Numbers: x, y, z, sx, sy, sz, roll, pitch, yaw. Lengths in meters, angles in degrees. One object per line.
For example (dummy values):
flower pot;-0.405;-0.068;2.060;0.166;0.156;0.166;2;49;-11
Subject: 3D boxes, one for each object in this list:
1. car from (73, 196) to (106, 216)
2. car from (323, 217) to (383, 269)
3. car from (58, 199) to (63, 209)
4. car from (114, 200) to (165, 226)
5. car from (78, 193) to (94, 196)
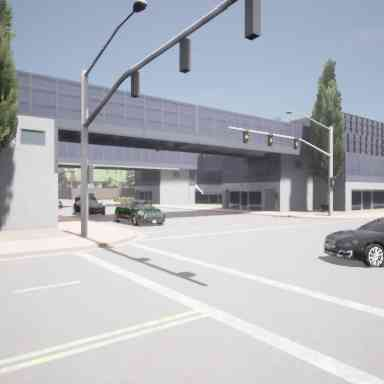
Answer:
car;-9.936;1.477;32.020;1.882;1.535;5.008;0;0;-36
car;6.768;1.505;10.731;4.892;1.490;1.837;0;-2;-4
car;-18.378;1.491;43.639;2.128;1.511;4.902;0;0;-36
car;-3.771;1.352;23.552;2.097;1.767;4.553;0;0;-36
car;-17.761;1.221;54.998;2.150;2.045;5.566;0;0;-36
